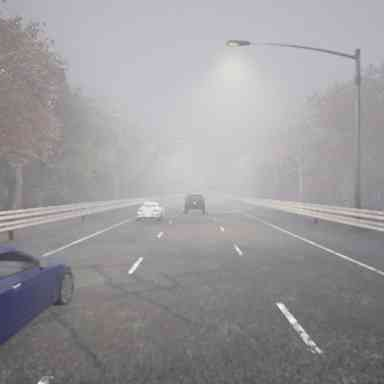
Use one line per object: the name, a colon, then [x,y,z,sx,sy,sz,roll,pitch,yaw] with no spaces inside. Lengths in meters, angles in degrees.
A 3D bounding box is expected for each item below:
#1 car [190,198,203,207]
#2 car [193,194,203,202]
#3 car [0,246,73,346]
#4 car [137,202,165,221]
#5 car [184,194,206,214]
car: [0.749,1.597,51.988,1.895,1.301,4.718,0,0,1]
car: [1.279,1.337,73.399,2.097,1.767,4.553,0,0,2]
car: [-3.386,1.526,5.055,1.812,1.442,4.674,0,0,0]
car: [-3.221,1.527,26.694,1.812,1.442,4.674,0,0,1]
car: [0.314,1.222,36.122,2.150,2.045,5.566,0,0,1]
